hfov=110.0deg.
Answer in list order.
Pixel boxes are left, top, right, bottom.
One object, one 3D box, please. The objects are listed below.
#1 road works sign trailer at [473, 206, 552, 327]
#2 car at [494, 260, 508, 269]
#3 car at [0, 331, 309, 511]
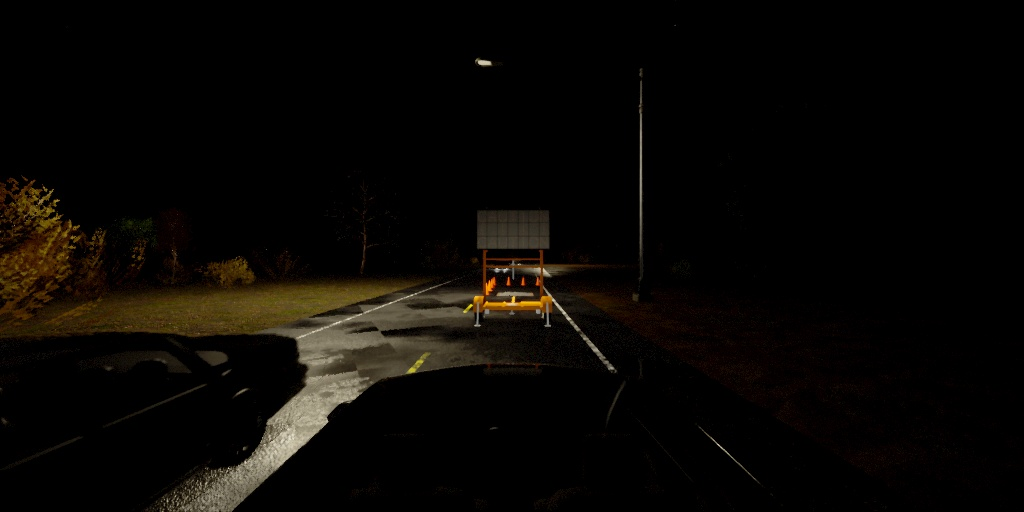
[{"bbox_3d":[0.042,0.214,11.569,2.380,3.560,2.880,0,0,1],"label":"road works sign trailer"},{"bbox_3d":[-1.671,1.304,57.019,1.994,1.385,4.181,0,0,4],"label":"car"},{"bbox_3d":[-3.480,1.297,2.156,2.033,1.411,5.357,0,0,0],"label":"car"}]
